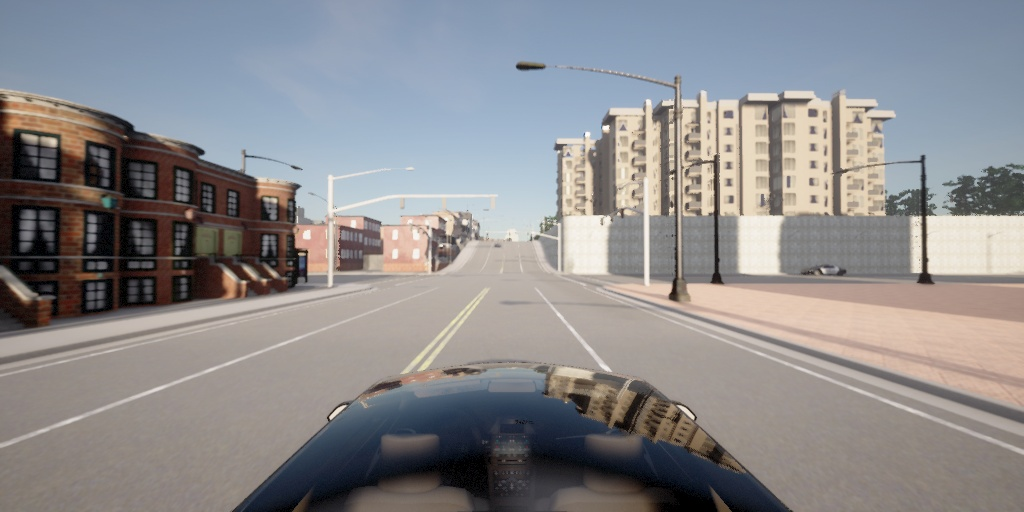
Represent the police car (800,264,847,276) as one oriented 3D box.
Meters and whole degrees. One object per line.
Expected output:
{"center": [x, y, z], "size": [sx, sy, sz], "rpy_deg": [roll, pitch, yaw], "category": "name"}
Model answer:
{"center": [41.018, 1.893, 47.402], "size": [4.974, 1.542, 2.038], "rpy_deg": [0, -1, 0], "category": "police car"}
